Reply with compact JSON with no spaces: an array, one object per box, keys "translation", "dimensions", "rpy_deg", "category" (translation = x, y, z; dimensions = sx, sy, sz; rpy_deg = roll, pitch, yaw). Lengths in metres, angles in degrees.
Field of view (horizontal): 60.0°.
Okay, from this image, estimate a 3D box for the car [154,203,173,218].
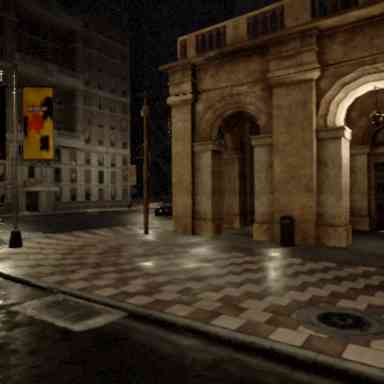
[{"translation":[-1.877,1.787,33.744],"dimensions":[1.994,1.385,4.181],"rpy_deg":[-1,0,35],"category":"car"}]
